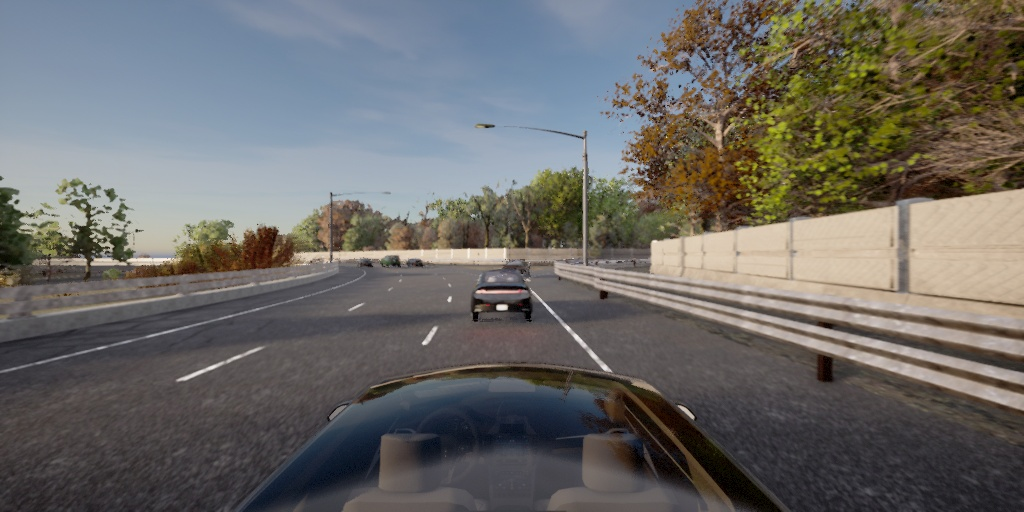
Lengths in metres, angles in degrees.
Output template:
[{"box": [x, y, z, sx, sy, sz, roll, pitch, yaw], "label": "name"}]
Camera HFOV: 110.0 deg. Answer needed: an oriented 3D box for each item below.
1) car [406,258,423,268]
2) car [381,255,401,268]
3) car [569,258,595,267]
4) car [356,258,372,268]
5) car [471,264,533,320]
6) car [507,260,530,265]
[{"box": [-16.141, 1.118, 59.111, 1.837, 1.490, 4.892, 0, 0, -31], "label": "car"}, {"box": [-19.814, 0.850, 58.502, 2.150, 2.045, 5.566, 0, 0, -32], "label": "car"}, {"box": [9.854, 1.031, 50.552, 1.882, 1.535, 5.008, -1, 0, 42], "label": "car"}, {"box": [-24.545, 1.146, 59.354, 1.837, 1.490, 4.892, 0, 0, -33], "label": "car"}, {"box": [-0.359, 1.207, 12.367, 2.128, 1.511, 4.902, 0, 0, -2], "label": "car"}, {"box": [0.553, 1.121, 33.212, 1.882, 1.535, 5.008, -1, 0, 13], "label": "car"}]
